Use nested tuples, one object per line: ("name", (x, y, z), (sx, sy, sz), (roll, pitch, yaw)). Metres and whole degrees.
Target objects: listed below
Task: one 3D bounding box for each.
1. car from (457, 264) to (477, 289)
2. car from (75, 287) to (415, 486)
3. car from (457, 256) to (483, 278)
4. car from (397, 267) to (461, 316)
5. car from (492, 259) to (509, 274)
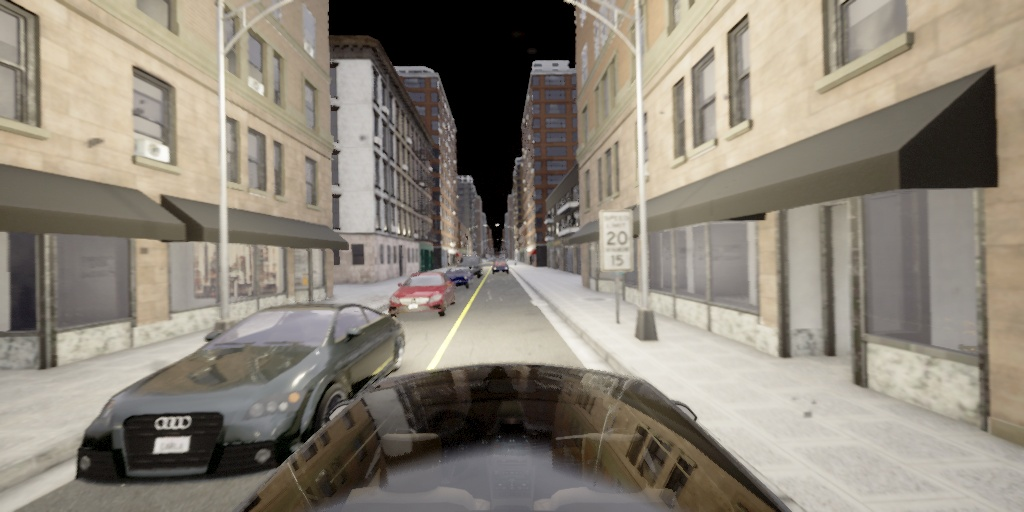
("car", (-3.597, 1.416, 23.824), (1.895, 1.301, 4.718), (-1, 0, -2))
("car", (-2.890, 1.376, 4.952), (1.994, 1.385, 4.181), (-1, 0, -2))
("car", (-3.965, 1.039, 34.442), (2.150, 2.045, 5.566), (-1, 0, -1))
("car", (-3.216, 1.339, 13.672), (1.812, 1.442, 4.674), (-1, 0, -2))
("car", (-1.281, 1.356, 40.340), (1.895, 1.301, 4.718), (-1, 0, -2))
